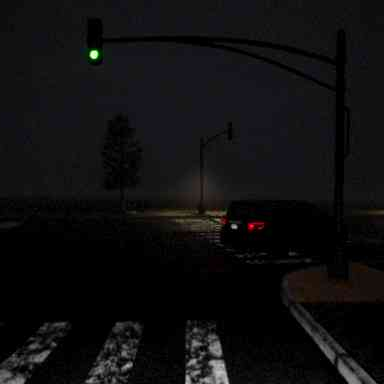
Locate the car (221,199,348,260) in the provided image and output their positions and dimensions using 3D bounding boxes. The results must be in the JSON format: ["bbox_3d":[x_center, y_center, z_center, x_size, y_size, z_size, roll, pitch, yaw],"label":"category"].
[{"bbox_3d":[3.713,1.281,12.998,5.566,2.045,2.150,0,0,-34],"label":"car"}]
